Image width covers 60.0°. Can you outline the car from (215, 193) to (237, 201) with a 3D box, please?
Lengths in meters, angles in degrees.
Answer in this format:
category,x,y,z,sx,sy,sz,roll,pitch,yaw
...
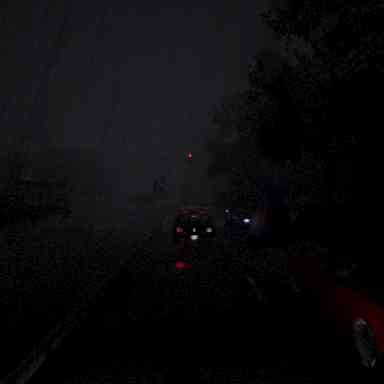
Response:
category,x,y,z,sx,sy,sz,roll,pitch,yaw
car,7.624,1.207,74.748,4.553,1.767,2.185,1,0,-14

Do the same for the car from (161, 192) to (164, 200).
category,x,y,z,sx,sy,sz,roll,pitch,yaw
car,-10.059,1.392,81.129,4.892,1.521,2.231,-1,0,-14

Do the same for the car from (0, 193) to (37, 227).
category,x,y,z,sx,sy,sz,roll,pitch,yaw
car,-13.803,1.281,22.315,5.566,2.045,2.435,-1,0,-20

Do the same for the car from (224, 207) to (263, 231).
category,x,y,z,sx,sy,sz,roll,pitch,yaw
car,3.123,1.601,20.917,1.994,1.385,4.181,0,0,0

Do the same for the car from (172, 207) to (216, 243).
category,x,y,z,sx,sy,sz,roll,pitch,yaw
car,0.101,1.626,16.174,1.895,1.301,4.718,0,0,0

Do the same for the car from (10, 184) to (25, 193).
category,x,y,z,sx,sy,sz,roll,pitch,yaw
car,-31.194,-0.374,60.091,2.435,2.045,5.566,6,-3,-19

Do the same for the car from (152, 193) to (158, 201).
category,x,y,z,sx,sy,sz,roll,pitch,yaw
car,-10.841,1.378,72.165,5.366,1.575,1.946,-1,0,-15

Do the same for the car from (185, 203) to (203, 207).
category,x,y,z,sx,sy,sz,roll,pitch,yaw
car,0.157,1.574,25.276,1.812,1.442,4.674,0,0,1

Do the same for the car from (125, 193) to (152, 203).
category,x,y,z,sx,sy,sz,roll,pitch,yaw
car,-11.484,1.418,69.173,4.792,1.488,2.163,-1,0,-15

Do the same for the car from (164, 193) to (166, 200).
category,x,y,z,sx,sy,sz,roll,pitch,yaw
car,-9.688,1.433,84.124,4.674,1.452,2.002,-1,0,-13

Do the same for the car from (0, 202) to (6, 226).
category,x,y,z,sx,sy,sz,roll,pitch,yaw
car,-13.782,1.565,19.318,4.674,1.452,2.002,-1,0,-20

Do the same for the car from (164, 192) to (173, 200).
category,x,y,z,sx,sy,sz,roll,pitch,yaw
car,-8.507,1.438,93.109,4.674,1.452,2.002,-1,0,-12

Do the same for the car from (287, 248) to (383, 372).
category,x,y,z,sx,sy,sz,roll,pitch,yaw
car,3.098,1.604,5.592,1.895,1.301,4.718,0,0,0

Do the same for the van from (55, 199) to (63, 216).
category,x,y,z,sx,sy,sz,roll,pitch,yaw
van,-13.618,1.321,28.387,4.442,1.987,1.878,-1,0,-19

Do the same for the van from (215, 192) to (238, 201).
category,x,y,z,sx,sy,sz,roll,pitch,yaw
van,7.242,1.105,71.778,4.442,1.987,1.878,1,0,-14

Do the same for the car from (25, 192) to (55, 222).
category,x,y,z,sx,sy,sz,roll,pitch,yaw
car,-13.732,1.289,25.351,5.566,2.045,2.435,-1,0,-20

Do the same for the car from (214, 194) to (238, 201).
category,x,y,z,sx,sy,sz,roll,pitch,yaw
car,8.138,1.328,80.593,5.366,1.575,1.946,1,0,-13

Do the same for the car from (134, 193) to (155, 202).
category,x,y,z,sx,sy,sz,roll,pitch,yaw
car,-10.749,1.261,75.117,4.553,1.767,2.185,-1,0,-14

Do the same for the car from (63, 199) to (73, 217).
category,x,y,z,sx,sy,sz,roll,pitch,yaw
car,-13.645,1.430,31.365,4.553,1.767,2.185,-1,0,-19

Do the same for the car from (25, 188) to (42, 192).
category,x,y,z,sx,sy,sz,roll,pitch,yaw
car,-28.199,0.189,60.032,2.002,1.452,4.674,6,-3,-19
